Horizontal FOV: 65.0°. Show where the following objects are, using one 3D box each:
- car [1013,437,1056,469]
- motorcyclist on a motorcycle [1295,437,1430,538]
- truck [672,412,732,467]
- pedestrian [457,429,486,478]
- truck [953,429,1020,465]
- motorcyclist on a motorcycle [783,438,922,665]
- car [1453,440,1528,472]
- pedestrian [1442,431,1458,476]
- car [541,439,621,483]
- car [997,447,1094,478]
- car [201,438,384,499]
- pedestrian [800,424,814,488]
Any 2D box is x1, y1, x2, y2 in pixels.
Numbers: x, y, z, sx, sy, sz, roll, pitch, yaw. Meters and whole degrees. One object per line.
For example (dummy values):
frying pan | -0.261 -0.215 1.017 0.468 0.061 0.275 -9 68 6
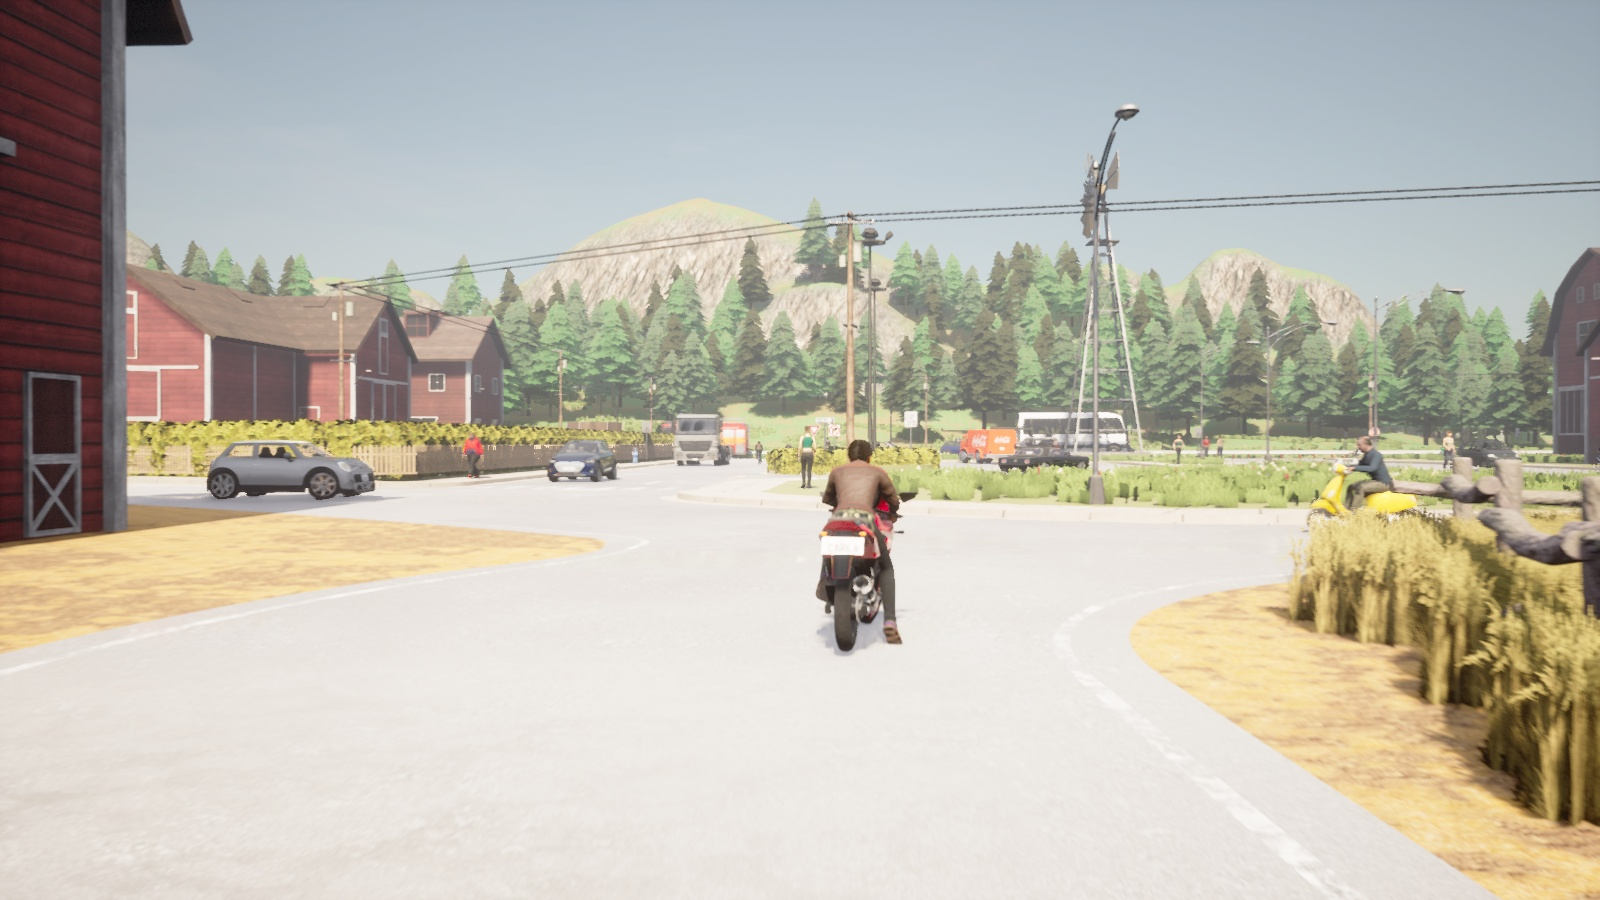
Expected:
car | 13.870 0.154 74.606 1.932 1.855 4.605 0 0 3
motorcyclist on a motorcycle | 9.067 0.593 20.311 1.817 1.590 0.866 0 0 6
truck | -6.428 -0.711 83.465 2.891 3.462 7.936 0 0 3
pedestrian | -12.305 0.127 47.055 0.634 1.844 0.899 0 0 18
truck | 13.265 -0.226 89.725 2.627 2.467 5.204 0 1 -18
motorcyclist on a motorcycle | 0.448 0.675 9.492 0.797 1.523 2.044 0 0 10
car | 35.870 0.305 65.379 1.851 1.617 3.988 0 0 3
pedestrian | 26.826 0.131 51.823 0.345 1.836 0.594 0 0 2
car | -8.494 0.393 49.158 2.033 1.649 4.856 0 0 3
car | 10.904 0.543 55.573 1.895 1.301 4.718 0 0 45
car | -12.782 0.434 31.787 3.806 1.475 1.970 0 1 3
pedestrian | 0.200 0.178 36.297 0.345 1.836 0.594 0 0 -3
